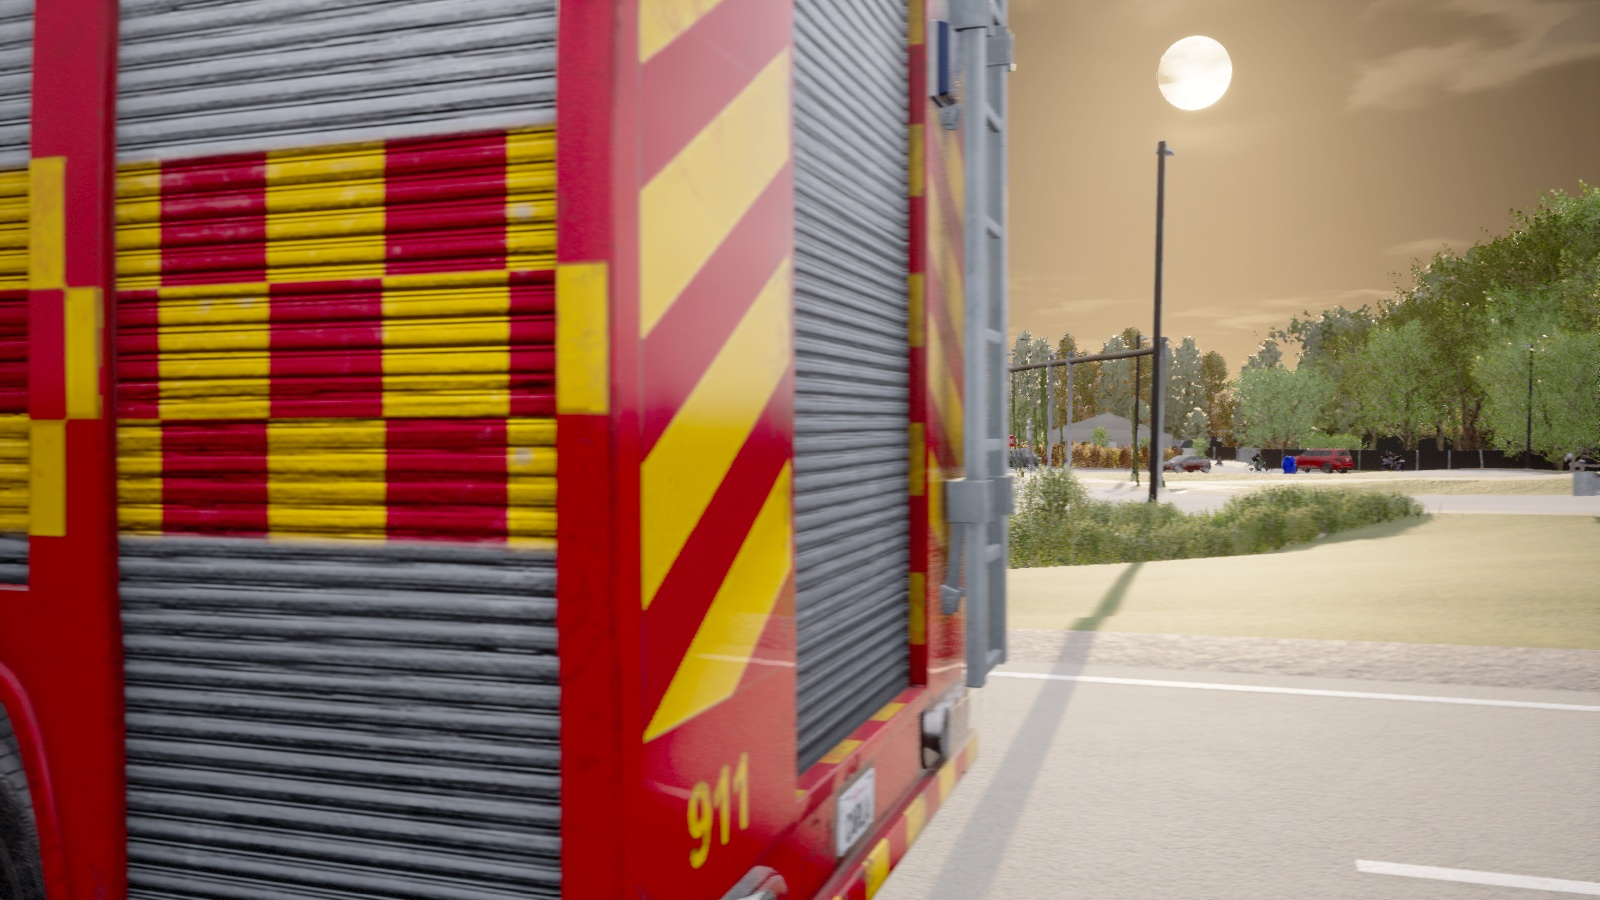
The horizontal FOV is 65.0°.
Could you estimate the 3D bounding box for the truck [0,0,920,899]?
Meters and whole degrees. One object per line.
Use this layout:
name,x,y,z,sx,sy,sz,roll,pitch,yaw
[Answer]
truck,-4.046,-0.428,4.538,8.468,3.827,2.891,1,1,19
